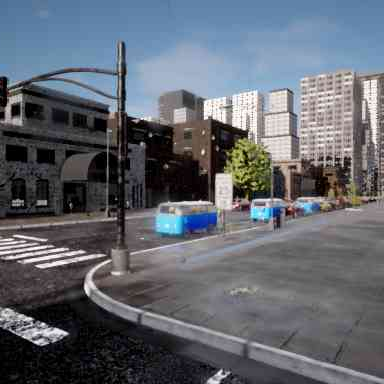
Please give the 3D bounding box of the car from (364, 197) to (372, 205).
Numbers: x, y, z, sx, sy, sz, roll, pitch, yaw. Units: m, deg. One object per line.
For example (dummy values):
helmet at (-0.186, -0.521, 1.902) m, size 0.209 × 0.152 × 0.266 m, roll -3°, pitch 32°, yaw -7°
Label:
car at (34.644, 1.810, 67.444) m, size 1.887 × 1.381 × 4.507 m, roll 0°, pitch 0°, yaw 35°

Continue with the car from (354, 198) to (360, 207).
car at (25.152, 1.517, 53.870) m, size 2.192 × 1.841 × 5.009 m, roll 0°, pitch 0°, yaw 35°

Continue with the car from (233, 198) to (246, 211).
car at (5.637, 1.507, 40.587) m, size 1.967 × 1.590 × 4.097 m, roll 0°, pitch 0°, yaw 35°

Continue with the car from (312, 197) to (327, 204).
car at (27.688, 1.729, 72.122) m, size 1.752 × 1.417 × 4.829 m, roll 0°, pitch 0°, yaw 35°

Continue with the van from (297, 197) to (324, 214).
van at (12.494, 1.469, 35.768) m, size 1.690 × 1.788 × 3.998 m, roll 0°, pitch 0°, yaw 35°

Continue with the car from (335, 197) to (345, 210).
car at (18.822, 1.729, 44.818) m, size 1.947 × 1.339 × 4.313 m, roll 0°, pitch 0°, yaw 35°

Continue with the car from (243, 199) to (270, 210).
car at (8.800, 1.629, 45.111) m, size 1.887 × 1.381 × 4.507 m, roll 0°, pitch 0°, yaw 35°

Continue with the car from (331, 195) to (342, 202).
car at (37.279, 1.713, 85.836) m, size 1.967 × 1.590 × 4.097 m, roll 0°, pitch 0°, yaw 35°

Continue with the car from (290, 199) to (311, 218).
car at (9.328, 1.655, 31.243) m, size 1.887 × 1.381 × 4.507 m, roll 0°, pitch 0°, yaw 35°

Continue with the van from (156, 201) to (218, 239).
van at (-0.163, 1.407, 17.668) m, size 1.690 × 1.788 × 3.998 m, roll 0°, pitch 0°, yaw 35°

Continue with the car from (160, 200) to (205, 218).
car at (-0.790, 1.558, 31.396) m, size 1.752 × 1.417 × 4.829 m, roll 0°, pitch 0°, yaw 35°

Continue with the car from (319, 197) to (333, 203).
car at (30.950, 1.792, 76.786) m, size 1.947 × 1.339 × 4.313 m, roll 0°, pitch 0°, yaw 35°

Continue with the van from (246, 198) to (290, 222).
van at (6.165, 1.436, 26.718) m, size 1.690 × 1.788 × 3.998 m, roll 0°, pitch 0°, yaw 35°

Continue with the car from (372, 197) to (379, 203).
car at (44.137, 1.900, 81.020) m, size 1.947 × 1.339 × 4.313 m, roll 0°, pitch 0°, yaw 35°

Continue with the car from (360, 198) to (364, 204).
car at (28.413, 1.748, 58.534) m, size 1.752 × 1.417 × 4.829 m, roll 0°, pitch 0°, yaw 35°

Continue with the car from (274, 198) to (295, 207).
car at (15.129, 1.666, 54.161) m, size 1.887 × 1.381 × 4.507 m, roll 0°, pitch 0°, yaw 35°

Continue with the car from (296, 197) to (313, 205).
car at (21.458, 1.706, 63.211) m, size 1.887 × 1.381 × 4.507 m, roll 0°, pitch 0°, yaw 35°

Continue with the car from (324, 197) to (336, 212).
car at (15.755, 1.671, 40.433) m, size 1.752 × 1.417 × 4.829 m, roll 0°, pitch 0°, yaw 35°

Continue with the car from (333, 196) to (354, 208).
car at (21.988, 1.497, 49.345) m, size 2.192 × 1.841 × 5.009 m, roll 0°, pitch 0°, yaw 35°
